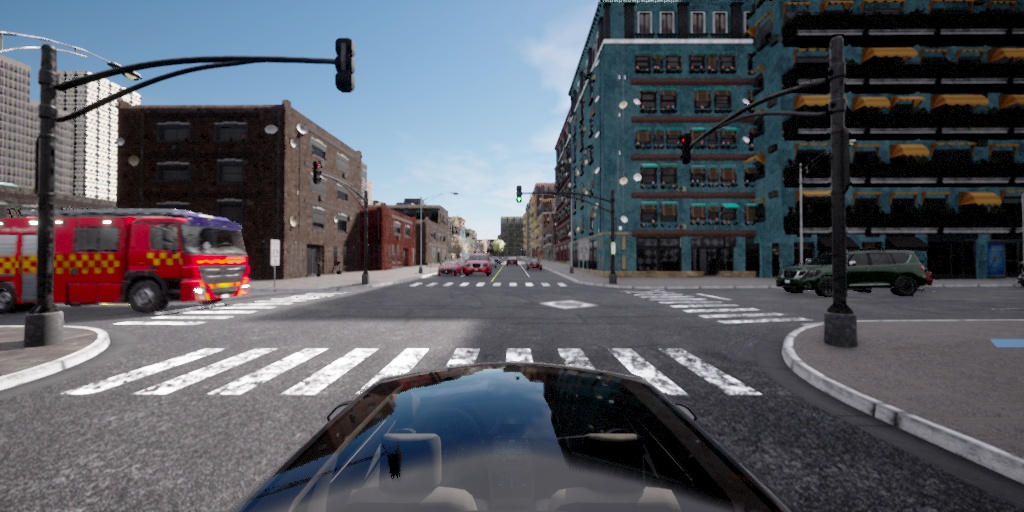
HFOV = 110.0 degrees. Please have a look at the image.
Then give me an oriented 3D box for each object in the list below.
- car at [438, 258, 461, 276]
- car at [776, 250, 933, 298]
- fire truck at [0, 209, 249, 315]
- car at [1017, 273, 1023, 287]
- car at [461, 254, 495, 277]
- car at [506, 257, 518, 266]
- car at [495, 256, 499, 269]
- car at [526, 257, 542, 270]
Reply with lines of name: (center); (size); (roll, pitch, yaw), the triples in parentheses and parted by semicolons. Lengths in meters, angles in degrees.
car: (-5.751, 1.115, 33.567); (1.888, 1.381, 4.507); (0, 0, 0)
car: (15.421, 0.776, 16.460); (5.566, 2.045, 2.150); (-1, -1, 1)
fire truck: (-15.130, 0.111, 13.661); (8.468, 3.827, 2.891); (0, -1, 1)
car: (18.178, 0.899, 10.516); (4.097, 1.591, 1.967); (0, 0, 1)
car: (-3.068, 0.791, 33.550); (2.150, 2.045, 5.566); (0, 0, 0)
car: (0.028, 0.895, 60.813); (1.882, 1.535, 5.008); (0, 0, 0)
car: (-3.058, 1.011, 48.561); (1.812, 1.442, 4.674); (0, 0, 0)
car: (2.712, 0.945, 44.993); (1.967, 1.591, 4.097); (0, 0, 0)
